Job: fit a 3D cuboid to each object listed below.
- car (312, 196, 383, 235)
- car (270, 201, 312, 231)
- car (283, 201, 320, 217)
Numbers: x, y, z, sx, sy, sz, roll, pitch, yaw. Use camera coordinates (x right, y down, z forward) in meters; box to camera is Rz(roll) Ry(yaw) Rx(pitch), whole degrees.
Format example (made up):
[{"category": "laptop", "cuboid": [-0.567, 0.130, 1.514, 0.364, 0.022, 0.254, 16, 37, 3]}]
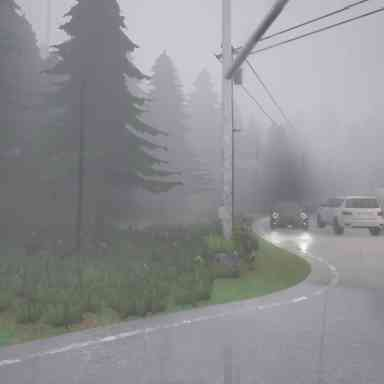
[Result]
[{"category": "car", "cuboid": [8.888, 1.248, 19.176, 2.150, 2.045, 5.566, 0, 0, 6]}, {"category": "car", "cuboid": [6.045, 1.379, 21.106, 2.097, 1.767, 4.553, 0, 0, 12]}, {"category": "car", "cuboid": [10.824, 1.628, 32.645, 1.895, 1.301, 4.718, 0, 0, 39]}]
